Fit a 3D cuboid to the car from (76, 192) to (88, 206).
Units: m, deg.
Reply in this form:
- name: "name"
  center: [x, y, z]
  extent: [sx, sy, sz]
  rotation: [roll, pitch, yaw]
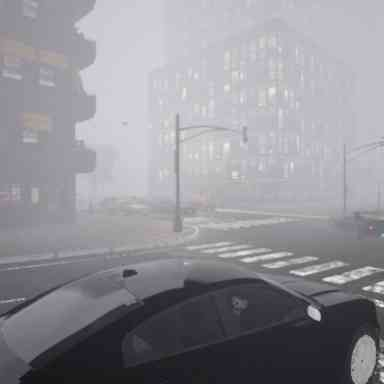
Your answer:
- name: "car"
  center: [-14.570, 0.784, 40.782]
  extent: [2.097, 1.767, 4.553]
  rotation: [0, 1, -44]

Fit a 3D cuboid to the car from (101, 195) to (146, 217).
- name: "car"
  center: [-5.331, 1.221, 27.556]
  extent: [1.752, 1.417, 4.829]
  rotation: [1, 0, -44]

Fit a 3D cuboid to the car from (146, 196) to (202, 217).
- name: "car"
  center: [-1.552, 1.293, 27.509]
  extent: [1.994, 1.385, 4.181]
  rotation: [0, 1, -44]

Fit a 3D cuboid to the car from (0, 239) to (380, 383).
- name: "car"
  center: [0.094, 1.481, 3.558]
  extent: [5.008, 1.535, 1.882]
  rotation: [0, 0, -36]

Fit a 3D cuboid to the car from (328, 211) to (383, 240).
- name: "car"
  center: [8.664, 1.623, 17.009]
  extent: [1.895, 1.301, 4.718]
  rotation: [0, 0, 3]

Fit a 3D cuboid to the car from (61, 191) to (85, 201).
- name: "car"
  center: [-19.288, 0.640, 53.861]
  extent: [1.967, 1.590, 4.097]
  rotation: [1, 0, -44]

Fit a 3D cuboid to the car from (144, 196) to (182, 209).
- name: "car"
  center: [-3.323, 1.141, 37.596]
  extent: [1.947, 1.339, 4.313]
  rotation: [1, 0, -44]

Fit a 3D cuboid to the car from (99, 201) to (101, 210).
- name: "car"
  center: [-7.768, 1.152, 33.849]
  extent: [1.994, 1.385, 4.181]
  rotation: [0, 1, -44]

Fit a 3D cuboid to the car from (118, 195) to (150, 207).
- name: "car"
  center: [-7.315, 1.066, 41.662]
  extent: [1.802, 1.307, 4.206]
  rotation: [1, 0, -44]

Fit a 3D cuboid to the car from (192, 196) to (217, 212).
- name: "car"
  center: [0.488, 1.099, 33.832]
  extent: [1.967, 1.590, 4.097]
  rotation: [1, 0, -44]
